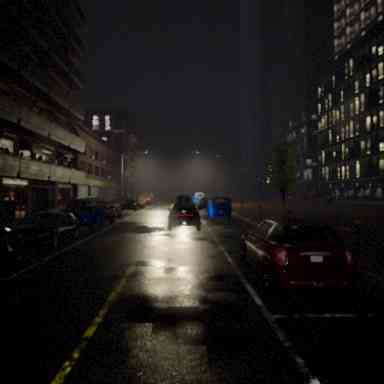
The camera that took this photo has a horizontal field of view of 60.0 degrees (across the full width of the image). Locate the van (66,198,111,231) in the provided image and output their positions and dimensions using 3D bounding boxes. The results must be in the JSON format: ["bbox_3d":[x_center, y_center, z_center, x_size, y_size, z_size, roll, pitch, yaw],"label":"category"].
[{"bbox_3d":[-6.219,1.268,19.587,1.690,1.788,3.998,1,0,-2],"label":"van"}]

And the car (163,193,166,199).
[{"bbox_3d":[-7.999,1.183,80.828,1.802,1.307,4.206,1,0,-2],"label":"car"}]

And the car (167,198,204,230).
[{"bbox_3d":[-0.474,1.394,20.320,1.837,1.490,4.892,0,1,-1],"label":"car"}]

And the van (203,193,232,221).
[{"bbox_3d":[1.996,1.184,25.396,1.690,1.788,3.998,0,0,-2],"label":"van"}]

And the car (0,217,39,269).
[{"bbox_3d":[-5.898,1.553,8.453,1.947,1.339,4.313,1,0,-2],"label":"car"}]

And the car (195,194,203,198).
[{"bbox_3d":[1.504,1.277,42.268,1.752,1.417,4.829,0,0,-2],"label":"car"}]

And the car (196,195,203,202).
[{"bbox_3d":[1.671,1.365,36.531,1.802,1.307,4.206,0,0,-2],"label":"car"}]

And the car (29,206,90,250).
[{"bbox_3d":[-6.060,1.508,14.020,2.008,1.369,4.403,1,0,-2],"label":"car"}]

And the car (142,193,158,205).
[{"bbox_3d":[-7.189,1.061,52.990,2.192,1.841,5.009,1,0,-2],"label":"car"}]

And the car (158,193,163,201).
[{"bbox_3d":[-7.676,1.203,69.693,1.887,1.381,4.507,1,0,-2],"label":"car"}]

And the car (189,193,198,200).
[{"bbox_3d":[0.379,0.988,81.069,1.967,1.590,4.097,0,0,-2],"label":"car"}]

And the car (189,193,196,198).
[{"bbox_3d":[0.055,1.035,92.204,1.887,1.381,4.507,0,0,-2],"label":"car"}]

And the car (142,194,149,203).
[{"bbox_3d":[-6.863,1.332,41.687,1.752,1.417,4.829,1,0,-2],"label":"car"}]

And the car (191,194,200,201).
[{"bbox_3d":[0.696,1.130,70.104,1.752,1.417,4.829,0,0,-2],"label":"car"}]

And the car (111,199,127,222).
[{"bbox_3d":[-6.378,1.422,24.986,1.752,1.417,4.829,1,0,-2],"label":"car"}]

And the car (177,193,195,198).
[{"bbox_3d":[-1.041,1.130,40.130,2.097,1.767,4.553,0,0,-2],"label":"car"}]

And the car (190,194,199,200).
[{"bbox_3d":[0.539,1.121,75.502,1.887,1.381,4.507,0,0,-2],"label":"car"}]

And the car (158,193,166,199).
[{"bbox_3d":[-8.321,1.088,91.963,1.887,1.381,4.507,1,0,-2],"label":"car"}]

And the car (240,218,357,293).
[{"bbox_3d":[2.479,1.375,8.695,1.967,1.590,4.097,0,0,-2],"label":"car"}]

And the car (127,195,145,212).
[{"bbox_3d":[-6.706,1.386,36.289,2.008,1.369,4.403,1,0,-2],"label":"car"}]
